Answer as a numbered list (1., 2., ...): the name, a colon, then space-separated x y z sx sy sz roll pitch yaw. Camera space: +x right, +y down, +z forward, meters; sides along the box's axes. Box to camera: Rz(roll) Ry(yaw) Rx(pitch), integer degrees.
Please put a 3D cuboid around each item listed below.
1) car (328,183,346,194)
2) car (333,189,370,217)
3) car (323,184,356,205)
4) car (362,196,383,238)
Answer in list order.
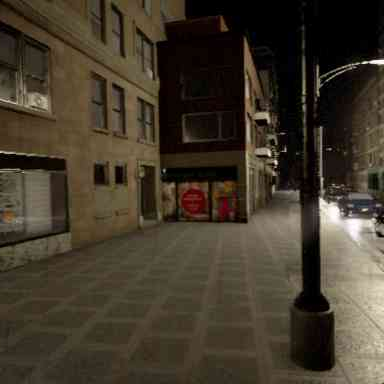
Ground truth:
1. car: 23.146 -0.582 53.312 2.128 1.511 4.902 -1 2 16
2. car: 10.200 0.735 20.476 1.994 1.385 4.181 -1 2 16
3. car: 13.109 0.310 30.380 2.128 1.511 4.902 -1 2 16
4. car: 7.415 1.057 10.964 2.033 1.411 5.357 -1 2 16
